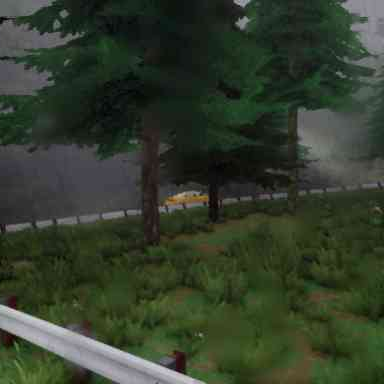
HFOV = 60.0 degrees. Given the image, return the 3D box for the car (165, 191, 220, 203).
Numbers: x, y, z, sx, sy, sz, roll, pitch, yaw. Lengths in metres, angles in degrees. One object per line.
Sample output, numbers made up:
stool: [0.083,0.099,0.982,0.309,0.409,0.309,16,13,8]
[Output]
car: [0.147,0.661,28.012,5.008,1.535,1.882,-6,2,-28]
